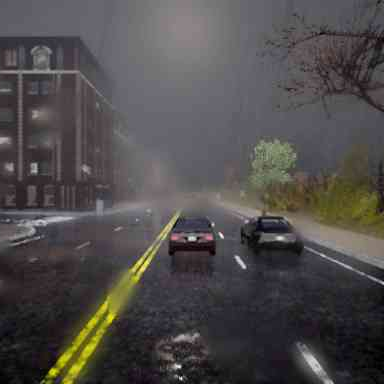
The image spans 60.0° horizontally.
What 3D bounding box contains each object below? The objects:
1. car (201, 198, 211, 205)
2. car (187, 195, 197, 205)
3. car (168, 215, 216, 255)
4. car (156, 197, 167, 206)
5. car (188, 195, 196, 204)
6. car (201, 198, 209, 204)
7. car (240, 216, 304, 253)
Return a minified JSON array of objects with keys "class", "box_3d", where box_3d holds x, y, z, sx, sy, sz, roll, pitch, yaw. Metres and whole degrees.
[{"class":"car","box_3d":[3.265,2.260,74.063,1.994,1.385,4.181,0,-1,0]},{"class":"car","box_3d":[0.014,2.040,73.619,2.097,1.767,4.553,0,-1,0]},{"class":"car","box_3d":[0.004,1.679,13.973,2.033,1.411,5.357,0,-1,0]},{"class":"car","box_3d":[-6.486,2.042,71.740,2.097,1.767,4.553,0,-1,0]},{"class":"car","box_3d":[0.016,1.879,85.353,2.150,2.045,5.566,0,-1,0]},{"class":"car","box_3d":[3.266,2.178,85.319,1.812,1.442,4.674,0,-1,0]},{"class":"car","box_3d":[3.256,1.699,14.264,1.994,1.385,4.181,0,0,0]}]
